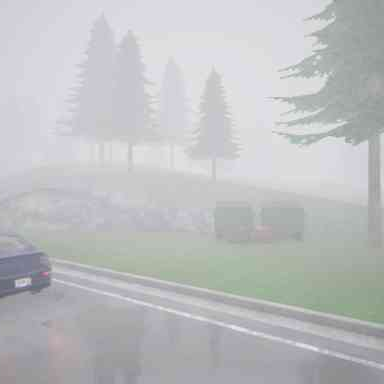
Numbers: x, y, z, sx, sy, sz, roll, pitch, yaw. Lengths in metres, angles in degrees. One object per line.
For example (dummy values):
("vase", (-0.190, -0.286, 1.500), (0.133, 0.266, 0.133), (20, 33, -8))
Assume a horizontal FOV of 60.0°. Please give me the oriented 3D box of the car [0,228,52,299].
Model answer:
("car", (-5.051, 1.535, 7.596), (4.674, 1.442, 1.812), (0, 0, 35))
